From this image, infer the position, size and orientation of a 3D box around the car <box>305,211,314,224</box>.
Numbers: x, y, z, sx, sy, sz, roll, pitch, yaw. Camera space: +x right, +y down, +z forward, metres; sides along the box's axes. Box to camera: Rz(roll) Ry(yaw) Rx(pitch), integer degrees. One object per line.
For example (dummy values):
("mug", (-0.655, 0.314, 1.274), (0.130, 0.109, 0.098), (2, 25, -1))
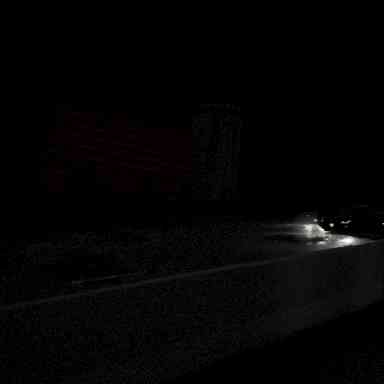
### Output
("car", (10.677, 1.611, 24.423), (5.357, 1.411, 2.033), (1, -1, -35))

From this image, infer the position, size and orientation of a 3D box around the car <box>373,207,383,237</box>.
("car", (11.190, 1.504, 16.224), (5.008, 1.535, 1.882), (0, 0, -35))

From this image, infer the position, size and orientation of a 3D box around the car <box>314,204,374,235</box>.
("car", (9.499, 1.529, 19.314), (4.892, 1.490, 1.837), (0, 0, -35))
